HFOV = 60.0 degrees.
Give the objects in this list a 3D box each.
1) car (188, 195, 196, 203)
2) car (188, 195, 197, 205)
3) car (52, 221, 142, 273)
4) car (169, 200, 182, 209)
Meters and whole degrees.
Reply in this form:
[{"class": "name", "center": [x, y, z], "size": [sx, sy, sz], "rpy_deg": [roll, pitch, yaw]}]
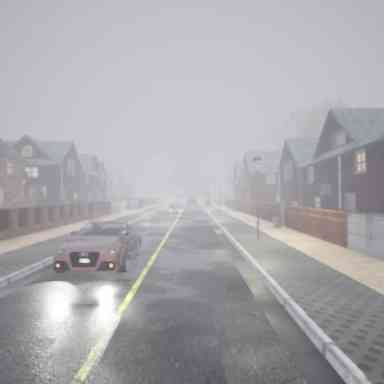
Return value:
[{"class": "car", "center": [0.060, 1.963, 91.934], "size": [2.150, 2.045, 5.566], "rpy_deg": [0, -1, 0]}, {"class": "car", "center": [0.049, 2.036, 73.523], "size": [1.882, 1.535, 5.008], "rpy_deg": [0, -1, 0]}, {"class": "car", "center": [-2.836, 1.645, 10.770], "size": [1.994, 1.385, 4.181], "rpy_deg": [0, 0, 0]}, {"class": "car", "center": [-2.775, 2.038, 55.770], "size": [1.812, 1.442, 4.674], "rpy_deg": [0, -1, 0]}]
